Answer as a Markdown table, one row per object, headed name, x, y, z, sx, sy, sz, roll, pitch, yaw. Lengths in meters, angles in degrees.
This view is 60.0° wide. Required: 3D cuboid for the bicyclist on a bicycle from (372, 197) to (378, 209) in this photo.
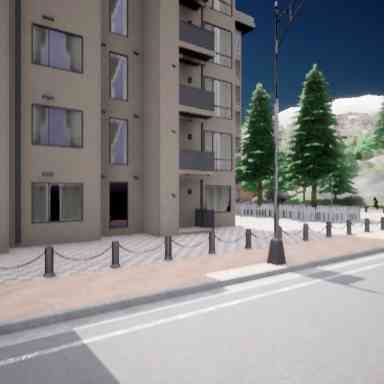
| name | x | y | z | sx | sy | sz | roll | pitch | yaw |
| --- | --- | --- | --- | --- | --- | --- | --- | --- | --- |
| bicyclist on a bicycle | 23.766 | 1.449 | 43.117 | 1.656 | 1.620 | 0.582 | 0 | 0 | -35 |
